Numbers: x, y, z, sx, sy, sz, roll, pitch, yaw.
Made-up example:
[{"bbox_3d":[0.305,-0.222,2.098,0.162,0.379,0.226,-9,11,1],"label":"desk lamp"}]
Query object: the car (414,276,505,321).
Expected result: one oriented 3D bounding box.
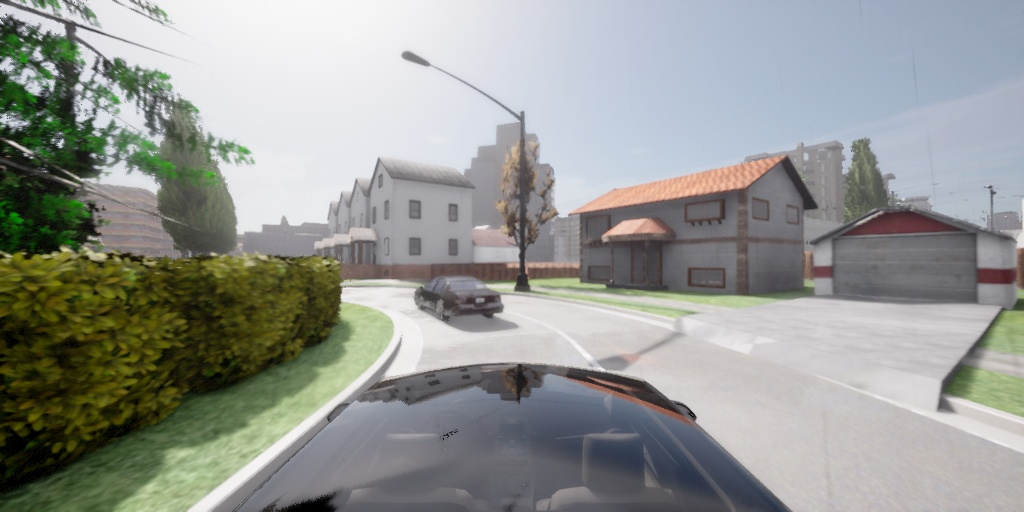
[{"bbox_3d":[-2.145,1.423,13.159,2.033,1.411,5.357,0,-1,-28],"label":"car"}]
